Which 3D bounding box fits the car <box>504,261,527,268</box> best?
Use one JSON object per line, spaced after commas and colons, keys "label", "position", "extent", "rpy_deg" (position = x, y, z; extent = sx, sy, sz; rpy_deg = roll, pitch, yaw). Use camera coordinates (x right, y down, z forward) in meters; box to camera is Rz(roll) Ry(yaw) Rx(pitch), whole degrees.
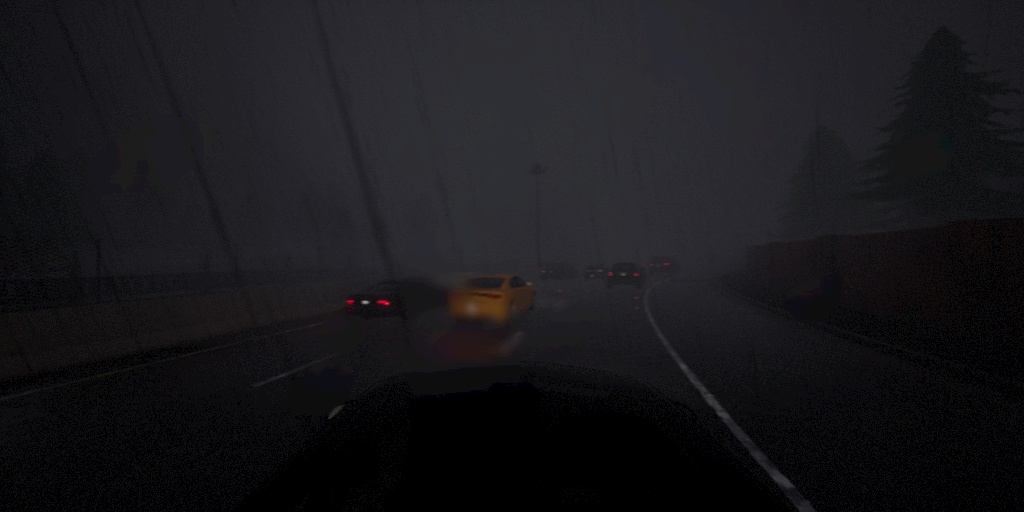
{"label": "car", "position": [1.413, 1.785, 48.117], "extent": [1.812, 1.442, 4.674], "rpy_deg": [-2, -1, 35]}

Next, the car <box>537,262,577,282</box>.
{"label": "car", "position": [4.489, 1.370, 33.040], "extent": [2.097, 1.767, 4.553], "rpy_deg": [-2, -1, 29]}

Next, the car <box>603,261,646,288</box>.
{"label": "car", "position": [7.929, 1.198, 24.582], "extent": [2.097, 1.767, 4.553], "rpy_deg": [-1, -1, 25]}

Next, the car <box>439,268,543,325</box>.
{"label": "car", "position": [-0.454, 1.365, 12.667], "extent": [1.882, 1.535, 5.008], "rpy_deg": [-2, -1, 16]}

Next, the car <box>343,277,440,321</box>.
{"label": "car", "position": [-3.867, 1.519, 13.649], "extent": [2.033, 1.411, 5.357], "rpy_deg": [-1, -1, 17]}

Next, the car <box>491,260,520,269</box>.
{"label": "car", "position": [-0.688, 1.566, 51.235], "extent": [2.150, 2.045, 5.566], "rpy_deg": [-2, -1, 36]}

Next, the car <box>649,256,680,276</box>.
{"label": "car", "position": [16.567, 1.048, 38.905], "extent": [2.150, 2.045, 5.566], "rpy_deg": [-2, -1, 36]}

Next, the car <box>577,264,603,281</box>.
{"label": "car", "position": [7.878, 1.424, 31.952], "extent": [2.128, 1.511, 4.902], "rpy_deg": [-2, -1, 30]}

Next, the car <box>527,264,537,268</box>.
{"label": "car", "position": [4.424, 1.681, 46.319], "extent": [1.837, 1.490, 4.892], "rpy_deg": [-2, -1, 36]}
